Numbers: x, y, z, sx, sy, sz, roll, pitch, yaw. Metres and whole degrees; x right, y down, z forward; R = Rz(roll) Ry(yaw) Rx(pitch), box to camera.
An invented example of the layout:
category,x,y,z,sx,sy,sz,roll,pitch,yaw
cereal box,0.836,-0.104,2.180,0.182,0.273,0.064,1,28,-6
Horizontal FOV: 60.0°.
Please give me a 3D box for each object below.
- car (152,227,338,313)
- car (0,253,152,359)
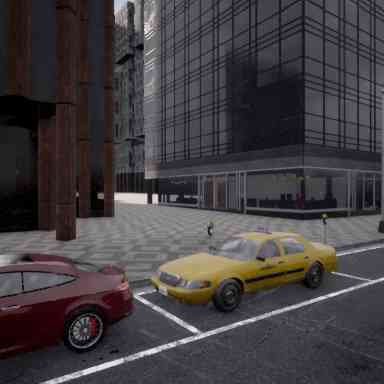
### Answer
category,x,y,z,sx,sy,sz,roll,pitch,yaw
car,1.419,1.525,7.644,4.829,1.417,1.752,0,0,-35
car,-2.879,1.582,4.596,4.206,1.307,1.802,0,0,-35
